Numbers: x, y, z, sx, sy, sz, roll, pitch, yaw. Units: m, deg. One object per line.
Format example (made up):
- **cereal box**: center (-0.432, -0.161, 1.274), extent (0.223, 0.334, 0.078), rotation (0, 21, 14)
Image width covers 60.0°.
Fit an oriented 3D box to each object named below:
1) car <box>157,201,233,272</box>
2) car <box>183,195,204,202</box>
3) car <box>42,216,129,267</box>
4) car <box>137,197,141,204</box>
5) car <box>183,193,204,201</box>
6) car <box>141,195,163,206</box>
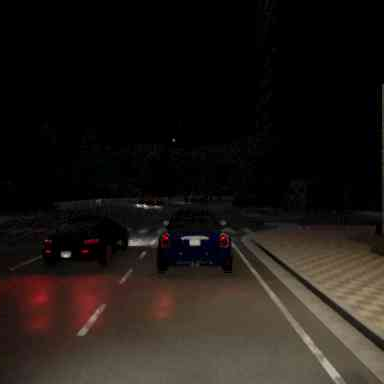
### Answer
- **car**: center (0.083, 1.352, 10.901), extent (2.097, 1.767, 4.553), rotation (0, 0, 0)
- **car**: center (0.377, 1.476, 76.098), extent (1.882, 1.535, 5.008), rotation (0, 0, 42)
- **car**: center (-3.414, 1.526, 11.332), extent (1.812, 1.442, 4.674), rotation (0, 0, 0)
- **car**: center (-8.447, 1.351, 61.959), extent (2.097, 1.767, 4.553), rotation (0, 0, 18)
- **car**: center (0.375, 1.224, 70.957), extent (2.150, 2.045, 5.566), rotation (0, 0, 37)
- **car**: center (-6.364, 1.352, 55.552), extent (2.097, 1.767, 4.553), rotation (0, 0, 10)
